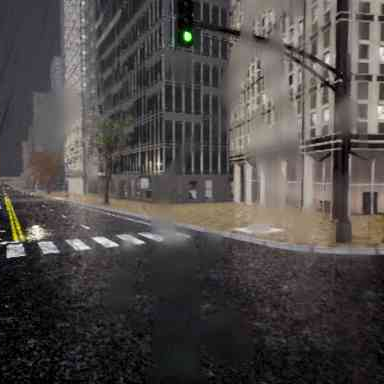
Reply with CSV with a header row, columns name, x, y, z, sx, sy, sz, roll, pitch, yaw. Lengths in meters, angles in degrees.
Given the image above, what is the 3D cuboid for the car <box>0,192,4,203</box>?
name,x,y,z,sx,sy,sz,roll,pitch,yaw
car,-29.294,0.807,49.710,2.033,1.411,5.357,-2,2,-29

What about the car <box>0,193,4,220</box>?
name,x,y,z,sx,sy,sz,roll,pitch,yaw
car,-14.493,1.004,23.467,2.097,1.767,4.553,-2,2,-29
